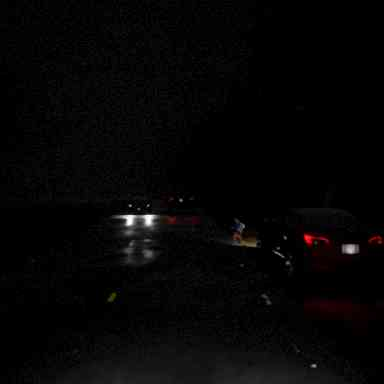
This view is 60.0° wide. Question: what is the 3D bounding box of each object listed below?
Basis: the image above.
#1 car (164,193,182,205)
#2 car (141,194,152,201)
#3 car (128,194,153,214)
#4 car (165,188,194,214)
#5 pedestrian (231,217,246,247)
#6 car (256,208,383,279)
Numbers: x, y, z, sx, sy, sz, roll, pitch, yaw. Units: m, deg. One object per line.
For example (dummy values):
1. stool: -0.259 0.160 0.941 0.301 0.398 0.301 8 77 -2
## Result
1. car: -2.576 0.897 43.580 2.033 1.411 5.357 0 0 -7
2. car: -8.914 1.039 65.481 1.994 1.385 4.181 0 -1 -9
3. car: -4.241 1.011 27.735 1.812 1.442 4.674 0 0 -4
4. car: -1.044 0.698 28.258 2.150 2.045 5.566 0 1 -5
5. pedestrian: 1.673 1.391 11.779 0.500 1.100 0.500 -1 2 -7
6. car: 3.122 1.133 9.017 2.163 1.488 4.792 0 1 -2
